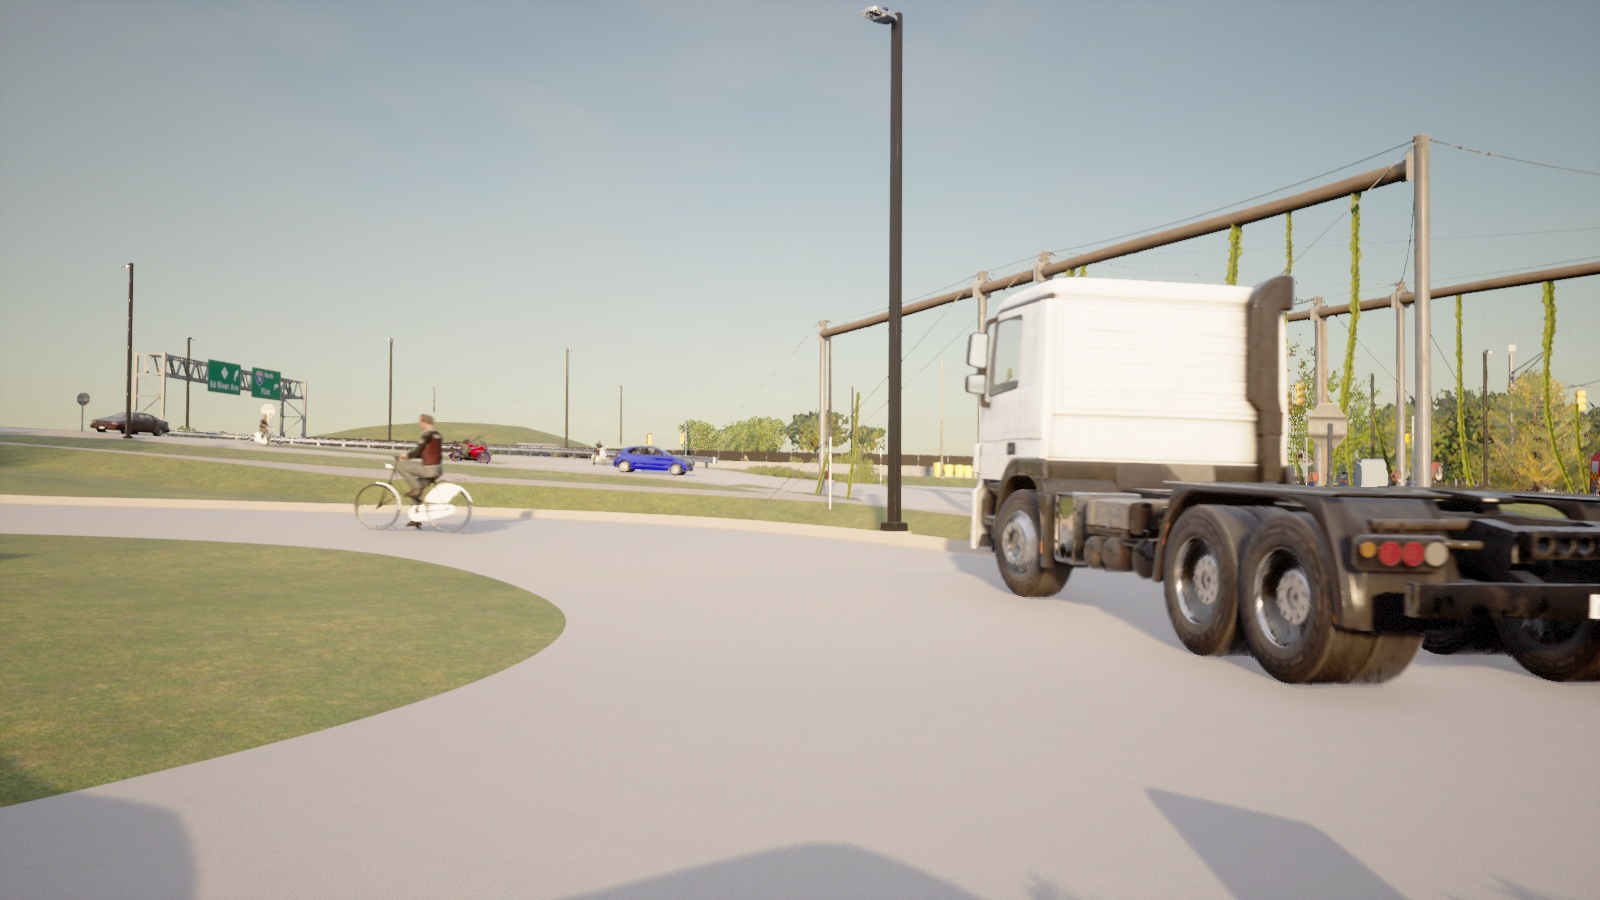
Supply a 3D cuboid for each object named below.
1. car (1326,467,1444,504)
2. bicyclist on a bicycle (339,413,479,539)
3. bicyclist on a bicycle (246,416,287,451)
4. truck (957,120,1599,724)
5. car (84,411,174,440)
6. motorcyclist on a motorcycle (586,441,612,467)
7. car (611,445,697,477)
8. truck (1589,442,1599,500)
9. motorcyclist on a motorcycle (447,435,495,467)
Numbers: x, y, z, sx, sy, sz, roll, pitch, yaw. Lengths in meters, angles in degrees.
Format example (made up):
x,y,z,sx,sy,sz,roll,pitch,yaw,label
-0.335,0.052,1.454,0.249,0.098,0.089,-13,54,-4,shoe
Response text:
x,y,z,sx,sy,sz,roll,pitch,yaw,label
28.913,1.746,62.172,4.856,1.649,2.033,2,-1,4,car
-5.761,0.369,18.543,1.843,1.776,0.659,1,0,10,bicyclist on a bicycle
-28.983,-0.896,68.227,1.843,1.776,0.659,4,-1,9,bicyclist on a bicycle
4.056,-0.142,11.352,2.891,3.462,7.936,1,0,-10,truck
-40.846,-1.455,76.629,2.033,1.411,5.357,4,-1,8,car
-12.733,0.242,79.543,0.866,1.590,1.817,1,1,-36,motorcyclist on a motorcycle
-7.687,0.601,66.450,4.193,1.474,1.816,3,-1,3,car
53.399,1.366,78.804,2.891,3.827,8.468,1,-1,4,truck
-17.563,0.065,67.051,2.191,1.530,0.866,4,-1,5,motorcyclist on a motorcycle
